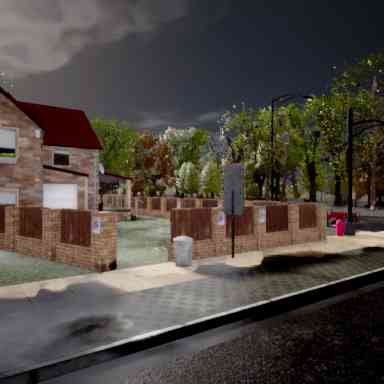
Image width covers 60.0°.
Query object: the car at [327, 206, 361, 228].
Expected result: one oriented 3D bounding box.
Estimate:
[{"bbox_3d":[8.540,1.549,22.130,1.895,1.301,4.718,0,0,-34],"label":"car"}]
